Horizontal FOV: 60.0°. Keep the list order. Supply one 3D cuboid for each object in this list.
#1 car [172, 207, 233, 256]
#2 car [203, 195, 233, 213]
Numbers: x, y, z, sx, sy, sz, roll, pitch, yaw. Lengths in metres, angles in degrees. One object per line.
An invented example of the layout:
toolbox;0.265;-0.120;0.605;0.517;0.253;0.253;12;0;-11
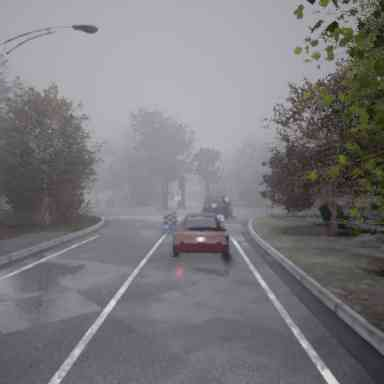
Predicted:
car;0.343;1.475;12.672;1.994;1.385;4.181;0;0;2
car;2.383;1.305;30.010;2.150;2.045;5.566;0;-1;12
